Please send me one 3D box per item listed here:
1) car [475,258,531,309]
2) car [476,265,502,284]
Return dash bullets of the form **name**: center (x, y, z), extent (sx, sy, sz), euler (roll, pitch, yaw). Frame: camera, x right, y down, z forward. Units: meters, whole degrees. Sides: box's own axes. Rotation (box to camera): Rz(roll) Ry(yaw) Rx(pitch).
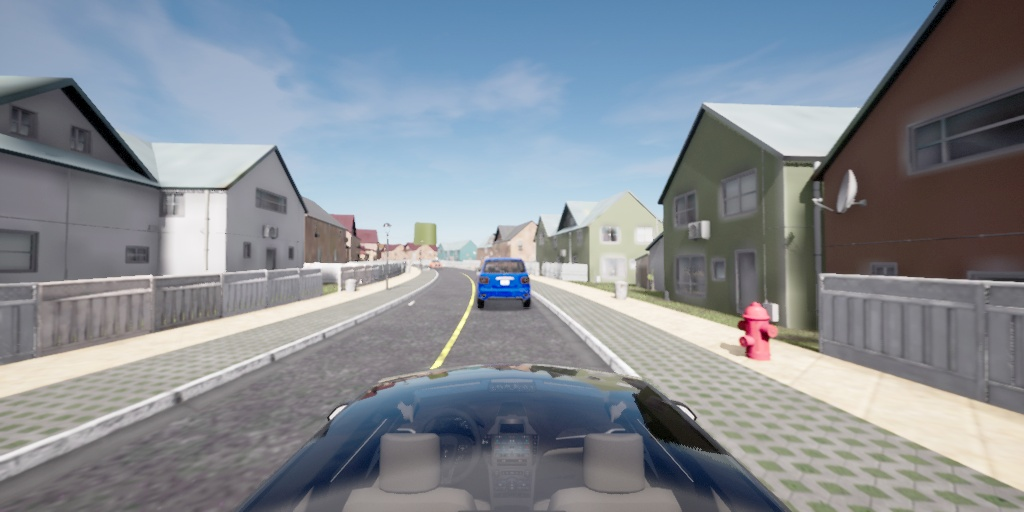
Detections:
- **car**: center (-0.439, 1.092, 15.999), extent (2.150, 2.045, 5.566), euler (0, 0, -4)
- **car**: center (-2.084, 1.512, 31.377), extent (1.812, 1.442, 4.674), euler (0, 0, -8)
